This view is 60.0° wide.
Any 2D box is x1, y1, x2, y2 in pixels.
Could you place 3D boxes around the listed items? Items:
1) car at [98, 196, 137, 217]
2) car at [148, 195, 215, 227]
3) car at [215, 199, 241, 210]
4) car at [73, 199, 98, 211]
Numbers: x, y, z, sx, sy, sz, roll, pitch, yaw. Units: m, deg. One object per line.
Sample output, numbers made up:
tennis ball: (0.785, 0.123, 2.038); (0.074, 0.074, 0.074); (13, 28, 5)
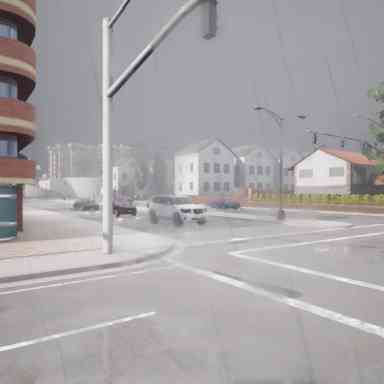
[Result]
car: (-7.013, 1.476, 32.010); (1.882, 1.535, 5.008); (0, 0, -34)
car: (-1.110, 1.221, 23.468); (2.150, 2.045, 5.566); (0, 0, -35)
car: (3.929, 1.547, 42.904); (2.033, 1.411, 5.357); (0, 0, -35)
car: (-13.053, 1.547, 40.772); (2.033, 1.411, 5.357); (0, 0, -35)
